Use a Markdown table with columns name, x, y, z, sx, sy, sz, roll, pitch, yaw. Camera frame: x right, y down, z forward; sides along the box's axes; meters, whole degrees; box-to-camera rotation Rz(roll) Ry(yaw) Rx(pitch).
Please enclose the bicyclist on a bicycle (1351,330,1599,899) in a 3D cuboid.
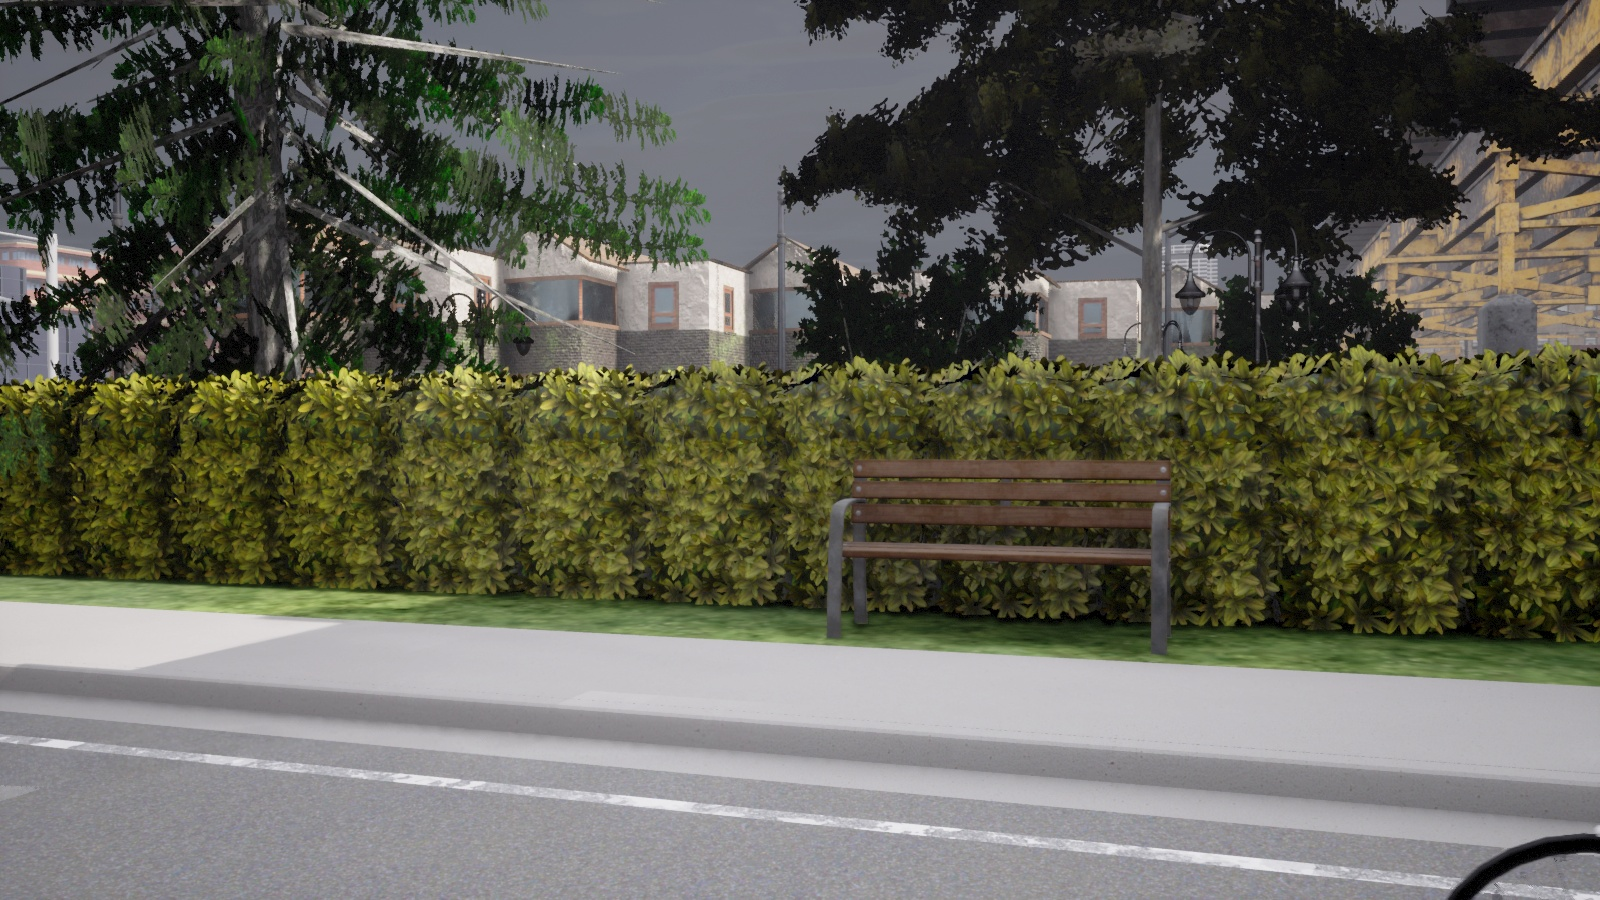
| name | x | y | z | sx | sy | sz | roll | pitch | yaw |
| --- | --- | --- | --- | --- | --- | --- | --- | --- | --- |
| bicyclist on a bicycle | 2.140 | 0.665 | 2.501 | 1.843 | 1.776 | 0.659 | 1 | 1 | 18 |
